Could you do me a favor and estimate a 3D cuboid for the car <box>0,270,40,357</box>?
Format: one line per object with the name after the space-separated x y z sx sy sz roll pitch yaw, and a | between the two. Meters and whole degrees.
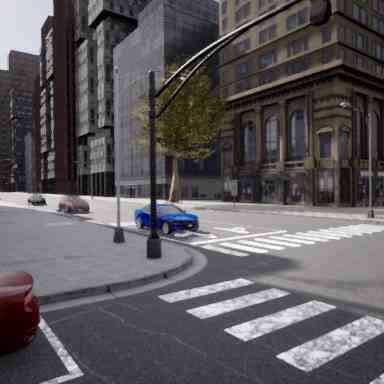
-4.157 1.546 3.673 4.507 1.381 1.887 0 -1 -36 | car

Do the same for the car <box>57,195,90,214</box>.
-11.852 1.150 33.184 2.097 1.767 4.553 -1 1 -36 | car

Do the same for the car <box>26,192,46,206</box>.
-22.367 1.173 47.827 1.882 1.535 5.008 -1 1 -36 | car

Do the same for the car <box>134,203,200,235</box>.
-1.559 1.417 19.009 1.882 1.535 5.008 -1 1 -36 | car
